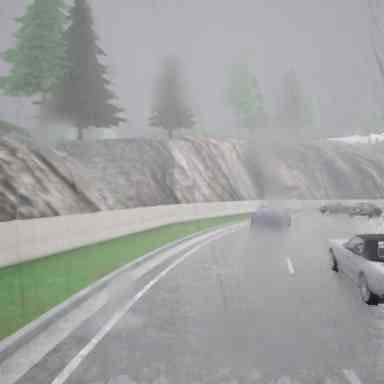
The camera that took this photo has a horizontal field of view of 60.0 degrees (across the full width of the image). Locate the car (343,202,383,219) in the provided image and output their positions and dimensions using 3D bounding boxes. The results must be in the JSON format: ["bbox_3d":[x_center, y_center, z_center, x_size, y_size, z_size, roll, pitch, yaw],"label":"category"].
[{"bbox_3d":[16.433,1.688,31.354,2.033,1.411,5.357,0,0,43],"label":"car"}]

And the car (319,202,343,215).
[{"bbox_3d":[15.471,1.734,35.596,4.718,1.301,1.895,0,0,-45],"label":"car"}]

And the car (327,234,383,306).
[{"bbox_3d":[4.626,1.640,7.898,1.895,1.301,4.718,0,0,10],"label":"car"}]

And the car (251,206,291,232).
[{"bbox_3d":[4.913,1.568,20.545,1.812,1.442,4.674,0,0,24],"label":"car"}]
